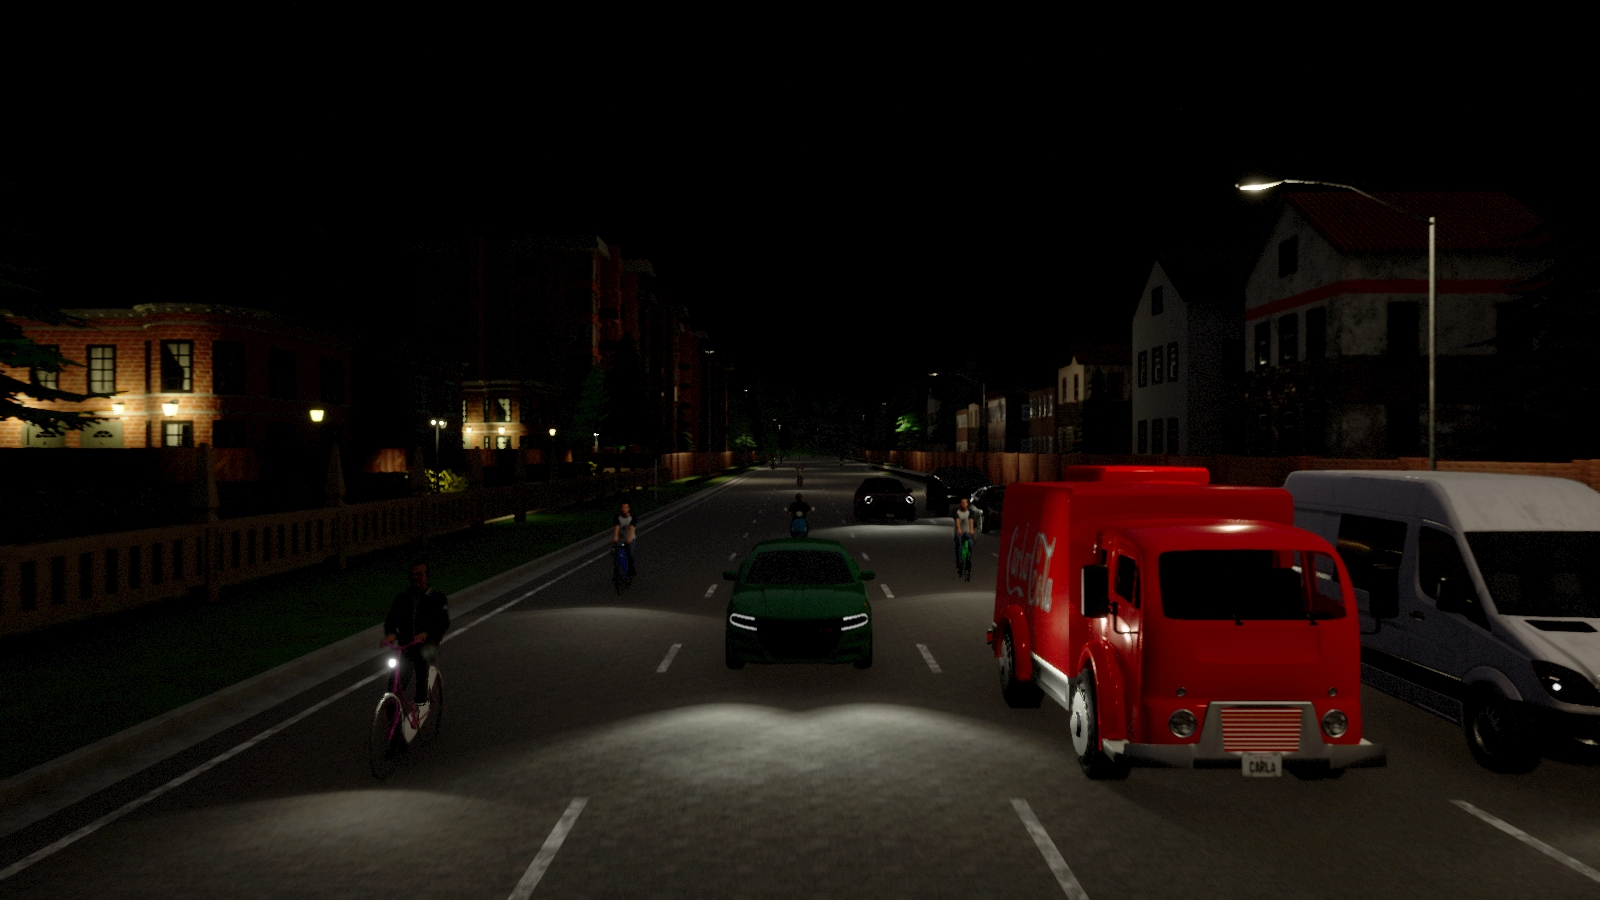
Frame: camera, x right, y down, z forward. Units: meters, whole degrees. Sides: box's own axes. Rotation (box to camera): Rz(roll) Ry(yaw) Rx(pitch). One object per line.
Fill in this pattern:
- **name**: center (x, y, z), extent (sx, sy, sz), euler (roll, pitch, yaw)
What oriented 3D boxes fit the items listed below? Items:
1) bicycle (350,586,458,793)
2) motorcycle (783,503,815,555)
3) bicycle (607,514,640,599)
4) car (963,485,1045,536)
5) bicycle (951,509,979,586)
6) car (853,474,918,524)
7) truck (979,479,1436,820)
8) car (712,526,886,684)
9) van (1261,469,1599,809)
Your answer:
- **bicycle**: center (-3.501, 2.060, 10.221), extent (0.329, 1.471, 1.835), euler (0, 0, 0)
- **motorcycle**: center (-0.023, 2.141, 31.330), extent (0.856, 1.316, 1.805), euler (0, -1, 0)
- **bicycle**: center (-3.435, 2.056, 22.341), extent (0.373, 1.496, 1.643), euler (0, 1, 1)
- **car**: center (6.967, 2.040, 39.515), extent (2.007, 1.525, 4.514), euler (0, 0, 0)
- **bicycle**: center (3.521, 2.056, 24.463), extent (0.373, 1.496, 1.643), euler (0, 0, 0)
- **car**: center (3.343, 1.906, 45.528), extent (2.097, 1.767, 4.553), euler (0, 0, -2)
- **truck**: center (3.489, 1.572, 11.240), extent (2.627, 2.467, 5.204), euler (0, 0, 0)
- **car**: center (-0.013, 2.035, 16.298), extent (2.097, 1.535, 5.006), euler (0, 1, 0)
- **van**: center (6.993, 1.534, 11.919), extent (1.988, 2.561, 5.915), euler (0, 0, 0)
